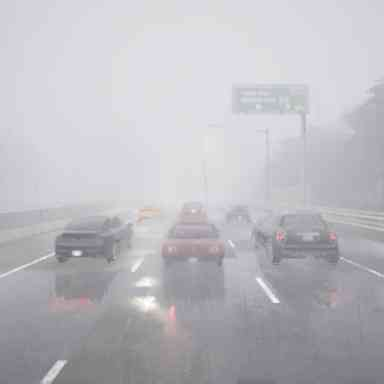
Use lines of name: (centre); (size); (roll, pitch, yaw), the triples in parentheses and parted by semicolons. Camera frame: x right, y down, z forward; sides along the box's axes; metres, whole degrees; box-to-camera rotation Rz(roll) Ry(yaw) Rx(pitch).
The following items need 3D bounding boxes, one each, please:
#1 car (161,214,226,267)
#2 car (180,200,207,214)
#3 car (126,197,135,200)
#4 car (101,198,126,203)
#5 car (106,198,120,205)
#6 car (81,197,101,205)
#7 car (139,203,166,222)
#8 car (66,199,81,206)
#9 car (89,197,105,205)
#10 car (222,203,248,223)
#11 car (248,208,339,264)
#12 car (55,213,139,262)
car: (0.061, 1.683, 11.768); (1.895, 1.301, 4.718); (0, 0, 1)
car: (0.137, 1.518, 27.261); (2.097, 1.767, 4.553); (0, 0, 1)
car: (-13.445, 1.883, 71.420); (1.837, 1.490, 4.892); (0, 0, 1)
car: (-13.671, 1.818, 58.128); (2.128, 1.511, 4.902); (0, 0, 1)
car: (-16.945, 1.935, 71.475); (1.994, 1.385, 4.181); (0, 0, 1)
car: (-17.162, 1.927, 58.162); (1.895, 1.301, 4.718); (0, 0, 1)
car: (-3.347, 1.650, 28.522); (1.882, 1.535, 5.008); (0, 0, 1)
car: (-20.640, 1.930, 58.807); (1.895, 1.301, 4.718); (0, 0, 1)
car: (-20.444, 1.861, 71.529); (1.882, 1.535, 5.008); (0, 0, 1)
car: (3.637, 1.673, 27.351); (1.837, 1.490, 4.892); (0, 0, 1)
car: (3.568, 1.437, 12.281); (2.097, 1.767, 4.553); (0, 0, 1)
car: (-3.431, 1.592, 12.428); (1.837, 1.490, 4.892); (0, 0, 1)
